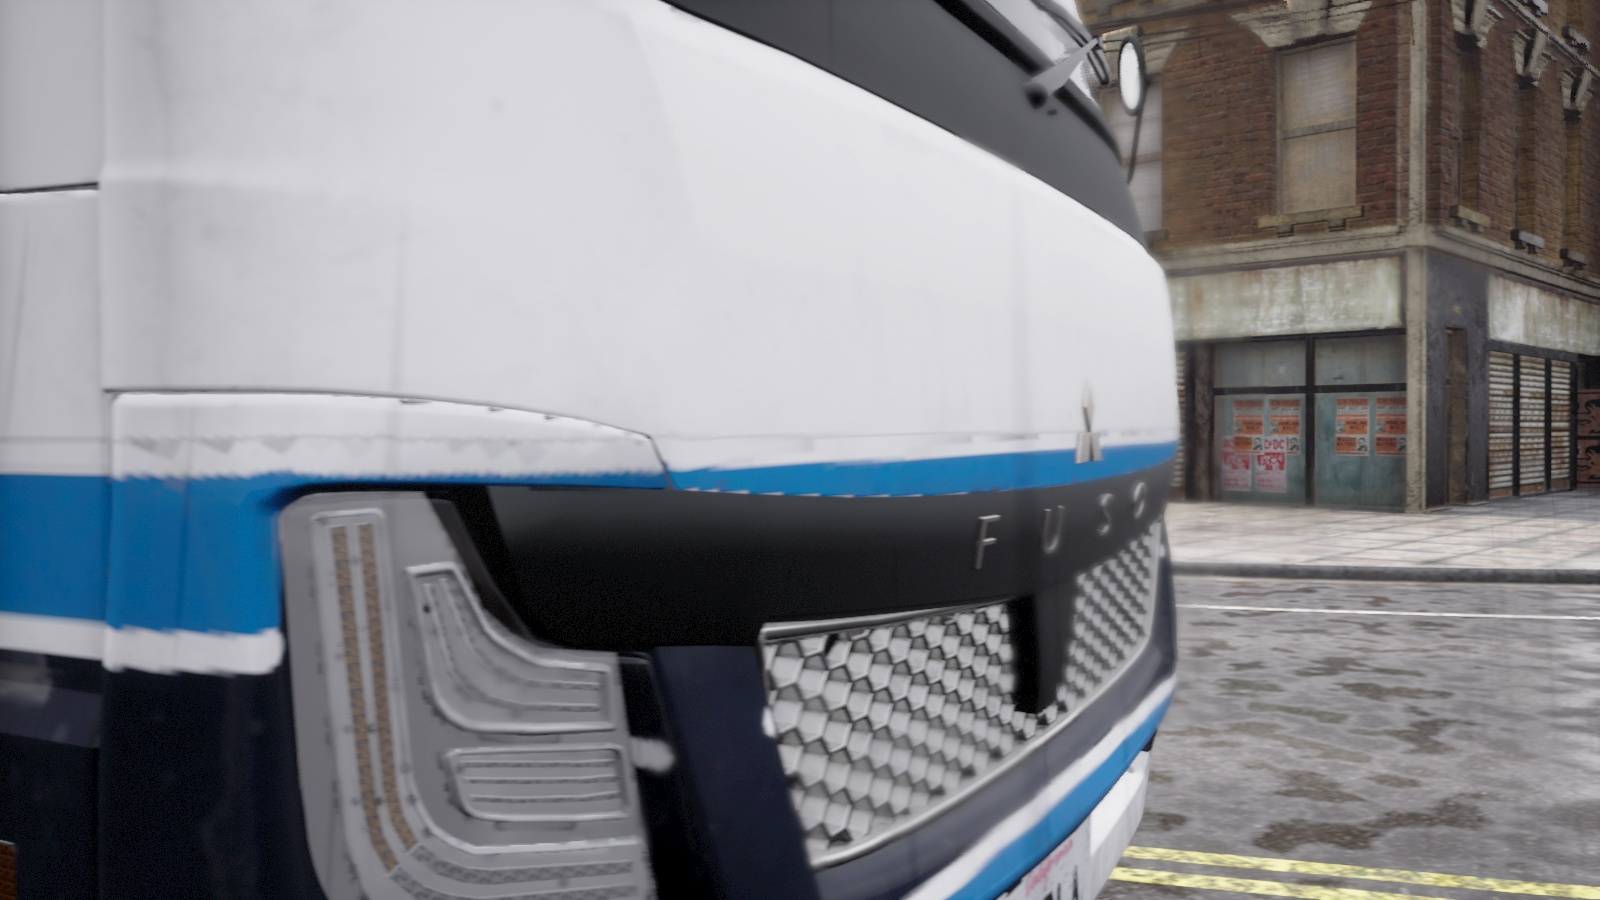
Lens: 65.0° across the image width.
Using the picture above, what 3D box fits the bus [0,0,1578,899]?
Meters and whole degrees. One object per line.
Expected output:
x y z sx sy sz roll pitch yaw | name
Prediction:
-3.418 -0.631 4.440 10.273 4.253 3.944 1 1 28 | bus
